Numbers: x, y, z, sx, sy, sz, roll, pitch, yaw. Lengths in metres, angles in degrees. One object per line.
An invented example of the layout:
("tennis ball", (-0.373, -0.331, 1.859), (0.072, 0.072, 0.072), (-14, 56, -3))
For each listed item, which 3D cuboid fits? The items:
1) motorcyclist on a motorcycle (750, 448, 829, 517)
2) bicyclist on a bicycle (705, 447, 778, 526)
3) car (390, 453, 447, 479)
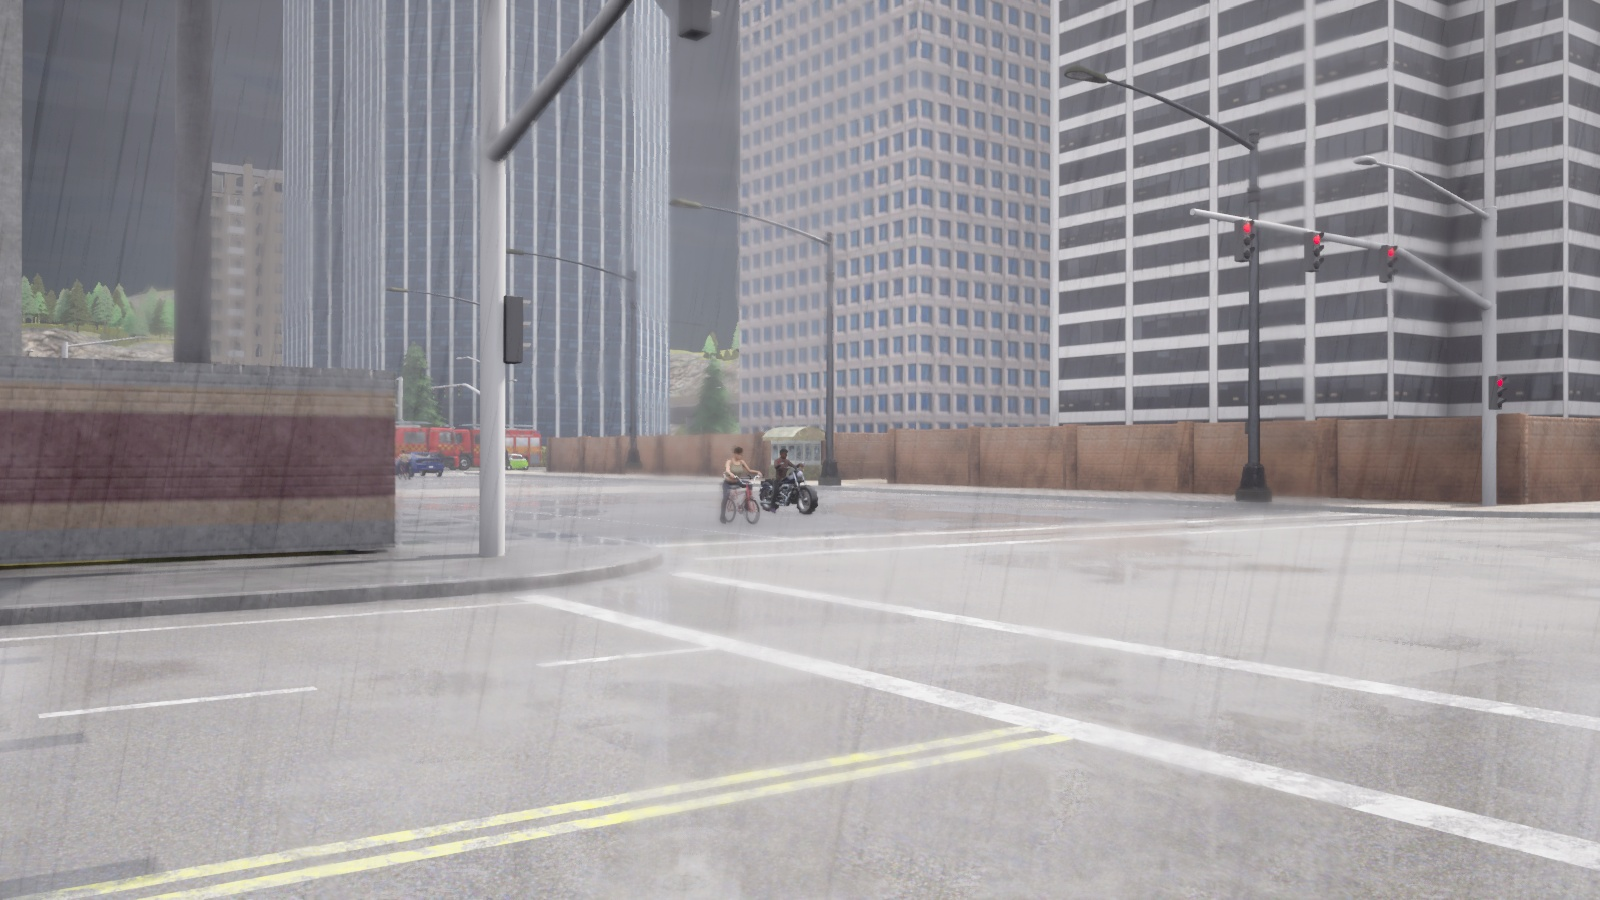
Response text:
("motorcyclist on a motorcycle", (-0.288, 0.772, 31.167), (0.766, 1.649, 2.350), (0, 0, -35))
("bicyclist on a bicycle", (-1.241, 0.749, 26.387), (0.866, 1.612, 1.509), (0, 0, -34))
("car", (-23.467, 0.961, 77.173), (1.882, 1.535, 5.008), (0, 0, -35))
